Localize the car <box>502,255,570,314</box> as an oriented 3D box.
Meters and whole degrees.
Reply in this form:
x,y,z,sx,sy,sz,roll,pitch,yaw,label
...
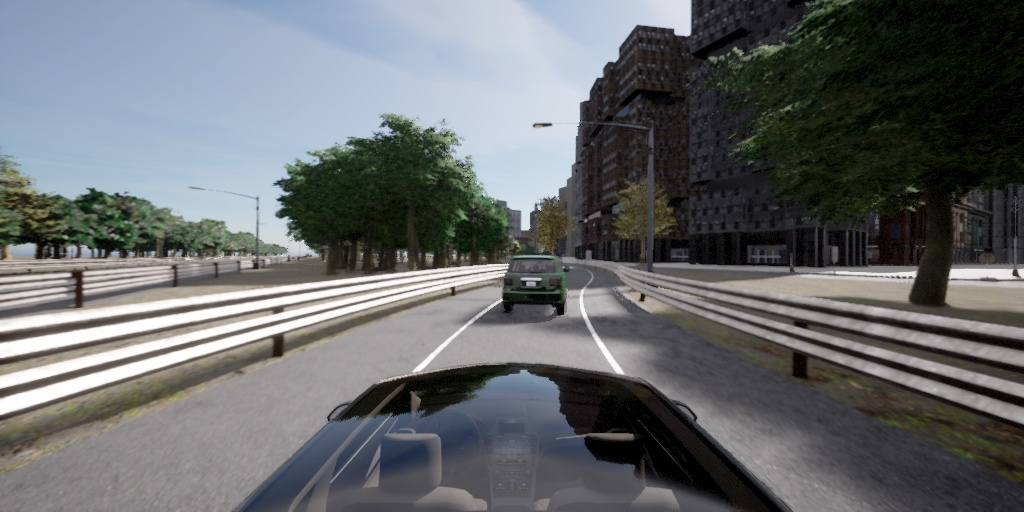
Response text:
x,y,z,sx,sy,sz,roll,pitch,yaw,label
1.045,0.996,14.110,2.150,2.045,5.566,0,0,9,car
